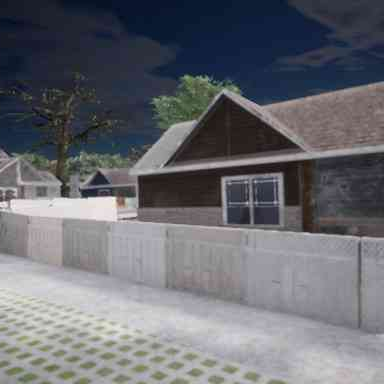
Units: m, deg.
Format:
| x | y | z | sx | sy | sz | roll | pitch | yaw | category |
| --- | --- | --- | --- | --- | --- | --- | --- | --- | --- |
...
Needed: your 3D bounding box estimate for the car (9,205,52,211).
| x | y | z | sx | sy | sz | roll | pitch | yaw | category |
| --- | --- | --- | --- | --- | --- | --- | --- | --- | --- |
| -12.708 | 1.518 | 26.056 | 2.033 | 1.411 | 5.357 | -3 | -1 | 36 | car |
